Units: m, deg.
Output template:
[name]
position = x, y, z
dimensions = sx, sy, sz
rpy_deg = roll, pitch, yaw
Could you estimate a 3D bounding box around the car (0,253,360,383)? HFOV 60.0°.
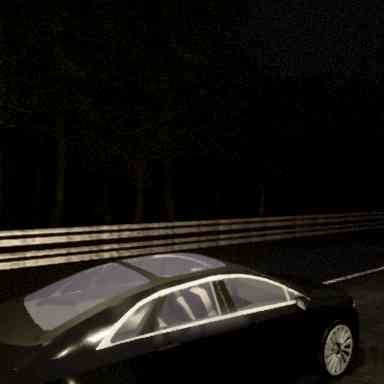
[car]
position = 0.070, 1.510, 3.922
dimensions = 4.902, 1.511, 2.128
rpy_deg = 1, 0, -36
